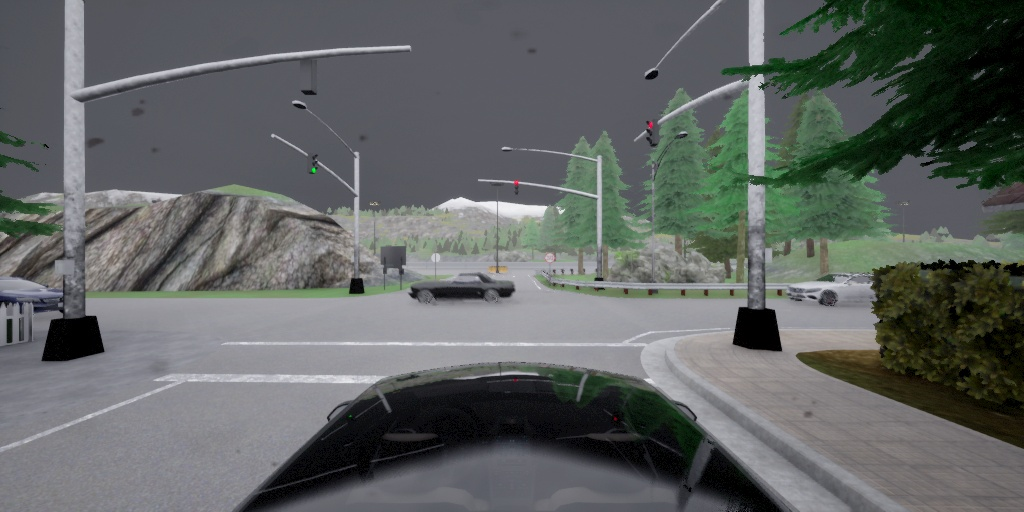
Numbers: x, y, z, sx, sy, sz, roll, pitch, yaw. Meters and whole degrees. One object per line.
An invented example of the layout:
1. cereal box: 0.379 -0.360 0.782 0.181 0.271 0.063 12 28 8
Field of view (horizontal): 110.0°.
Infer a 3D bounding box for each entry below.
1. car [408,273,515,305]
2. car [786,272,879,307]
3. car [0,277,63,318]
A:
1. car: -2.211 1.439 16.331 4.718 1.301 1.895 0 0 0
2. car: 15.140 1.467 16.246 4.674 1.442 1.812 0 0 0
3. car: -18.275 1.467 12.735 4.674 1.442 1.812 0 0 0
